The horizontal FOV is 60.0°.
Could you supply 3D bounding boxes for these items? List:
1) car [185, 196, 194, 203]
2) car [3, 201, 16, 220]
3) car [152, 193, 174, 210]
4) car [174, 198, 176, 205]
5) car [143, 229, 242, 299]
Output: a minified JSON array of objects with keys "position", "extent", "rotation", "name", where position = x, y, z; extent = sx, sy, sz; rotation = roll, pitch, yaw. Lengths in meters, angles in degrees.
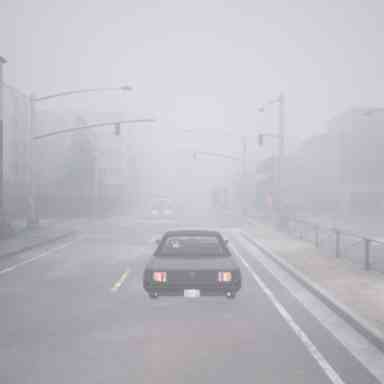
[{"position":[-0.449,1.487,66.701],"extent":[2.128,1.511,4.902],"rotation":[0,0,0],"name":"car"},{"position":[-17.582,1.527,28.193],"extent":[4.553,1.767,2.097],"rotation":[0,0,0],"name":"car"},{"position":[-3.878,1.219,43.610],"extent":[2.150,2.045,5.566],"rotation":[0,0,0],"name":"car"},{"position":[-3.970,1.522,60.768],"extent":[1.812,1.442,4.674],"rotation":[0,0,0],"name":"car"},{"position":[0.010,1.600,8.419],"extent":[1.895,1.301,4.718],"rotation":[0,0,0],"name":"car"}]
